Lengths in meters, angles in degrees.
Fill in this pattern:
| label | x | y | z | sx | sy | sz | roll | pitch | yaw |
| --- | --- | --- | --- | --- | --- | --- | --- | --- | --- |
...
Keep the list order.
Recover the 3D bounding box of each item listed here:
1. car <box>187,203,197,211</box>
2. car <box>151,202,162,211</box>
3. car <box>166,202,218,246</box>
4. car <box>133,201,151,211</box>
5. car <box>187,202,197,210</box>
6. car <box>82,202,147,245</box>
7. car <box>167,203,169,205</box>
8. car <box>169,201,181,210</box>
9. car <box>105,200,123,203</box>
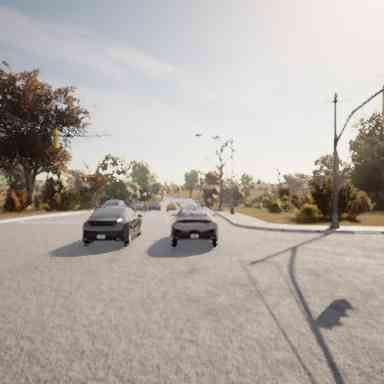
| label | x | y | z | sx | sy | sz | roll | pitch | yaw |
| --- | --- | --- | --- | --- | --- | --- | --- | --- | --- |
| car | 0.000 | 2.708 | 59.400 | 1.812 | 1.442 | 4.674 | 0 | -3 | 0 |
| car | -7.000 | 2.729 | 63.622 | 2.097 | 1.767 | 4.553 | 0 | -3 | 0 |
| car | 0.100 | 1.400 | 14.738 | 2.128 | 1.511 | 4.902 | 0 | 0 | 0 |
| car | -7.072 | 1.942 | 43.381 | 2.128 | 1.511 | 4.902 | 0 | -2 | 1 |
| car | 0.000 | 2.948 | 69.422 | 1.882 | 1.535 | 5.008 | 0 | -3 | 0 |
| car | -3.399 | 1.413 | 14.857 | 1.837 | 1.490 | 4.892 | 0 | 0 | 0 |
| car | -3.500 | 2.641 | 58.986 | 1.882 | 1.535 | 5.008 | 0 | -3 | 0 |
| car | -3.500 | 2.825 | 69.398 | 2.097 | 1.767 | 4.553 | 0 | -3 | 0 |
| car | -7.090 | 1.501 | 30.063 | 1.837 | 1.490 | 4.892 | 0 | -1 | 0 |
